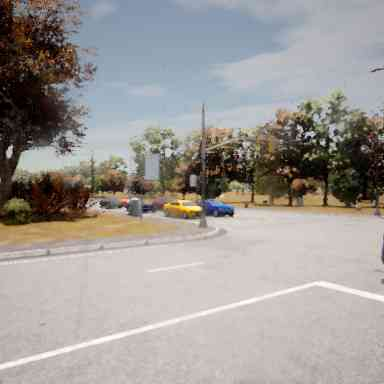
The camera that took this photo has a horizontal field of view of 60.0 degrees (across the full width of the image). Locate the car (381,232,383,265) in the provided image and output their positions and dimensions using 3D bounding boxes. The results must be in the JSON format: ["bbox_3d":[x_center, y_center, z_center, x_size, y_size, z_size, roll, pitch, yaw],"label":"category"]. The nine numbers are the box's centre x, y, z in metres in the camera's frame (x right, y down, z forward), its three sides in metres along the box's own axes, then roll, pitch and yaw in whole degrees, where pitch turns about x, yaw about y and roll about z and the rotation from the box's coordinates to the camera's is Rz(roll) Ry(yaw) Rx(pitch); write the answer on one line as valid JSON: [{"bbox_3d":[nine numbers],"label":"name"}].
[{"bbox_3d":[7.290,1.237,8.947,5.566,2.045,2.150,0,0,-36],"label":"car"}]

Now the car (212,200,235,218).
[{"bbox_3d":[2.015,1.501,31.375,1.882,1.535,5.008,0,0,-32],"label":"car"}]

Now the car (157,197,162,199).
[{"bbox_3d":[-2.870,1.366,39.068,2.097,1.767,4.553,0,0,-33],"label":"car"}]

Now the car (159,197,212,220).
[{"bbox_3d":[-0.679,1.497,29.091,1.882,1.535,5.008,0,0,-32],"label":"car"}]

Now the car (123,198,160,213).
[{"bbox_3d":[-5.661,1.611,36.945,1.895,1.301,4.718,0,0,-33],"label":"car"}]

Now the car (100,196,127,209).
[{"bbox_3d":[-11.056,1.484,45.281,1.837,1.490,4.892,0,0,-34],"label":"car"}]

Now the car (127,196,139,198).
[{"bbox_3d":[-8.453,1.333,47.687,2.097,1.767,4.553,0,0,-33],"label":"car"}]
